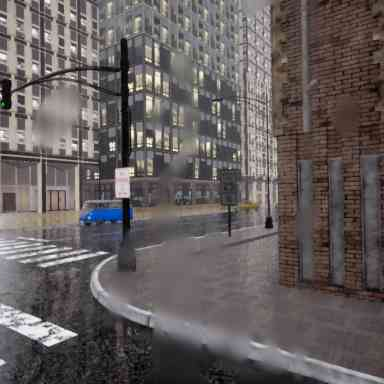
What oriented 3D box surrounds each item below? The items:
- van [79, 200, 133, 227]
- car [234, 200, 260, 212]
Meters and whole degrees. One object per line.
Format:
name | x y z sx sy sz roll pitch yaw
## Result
van | -5.987 1.460 23.470 1.690 1.788 3.998 -2 -1 36
car | 6.848 1.689 41.378 1.752 1.417 4.829 -2 -1 36
